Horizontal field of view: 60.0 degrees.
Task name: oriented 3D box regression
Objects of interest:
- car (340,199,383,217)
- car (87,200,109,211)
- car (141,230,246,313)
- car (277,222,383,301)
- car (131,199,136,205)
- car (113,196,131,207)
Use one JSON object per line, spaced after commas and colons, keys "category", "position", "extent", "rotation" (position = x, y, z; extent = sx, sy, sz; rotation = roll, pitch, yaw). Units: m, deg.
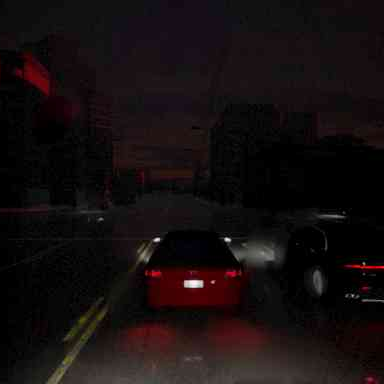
{"category": "car", "position": [15.700, 1.314, 28.739], "extent": [5.357, 1.411, 2.033], "rotation": [-1, 0, -4]}
{"category": "car", "position": [-12.194, 1.716, 43.125], "extent": [1.895, 1.301, 4.718], "rotation": [0, -1, -3]}
{"category": "car", "position": [0.009, 1.564, 7.776], "extent": [1.994, 1.385, 4.181], "rotation": [0, 0, -1]}
{"category": "car", "position": [3.503, 1.506, 8.274], "extent": [1.837, 1.490, 4.892], "rotation": [0, 0, 0]}
{"category": "car", "position": [-14.117, 2.332, 77.397], "extent": [1.994, 1.385, 4.181], "rotation": [0, -1, -3]}
{"category": "car", "position": [-13.268, 1.701, 62.141], "extent": [2.150, 2.045, 5.566], "rotation": [0, -2, -3]}
